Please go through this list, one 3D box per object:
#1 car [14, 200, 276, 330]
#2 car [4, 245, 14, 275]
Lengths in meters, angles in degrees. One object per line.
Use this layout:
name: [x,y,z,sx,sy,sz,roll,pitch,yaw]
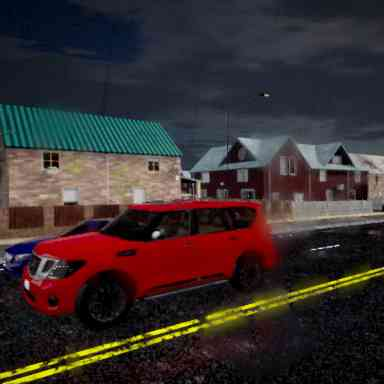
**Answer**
car: [-0.566,1.221,7.287,5.566,2.045,2.150,0,0,-36]
car: [-2.795,1.525,9.687,4.674,1.442,1.812,0,0,-36]
